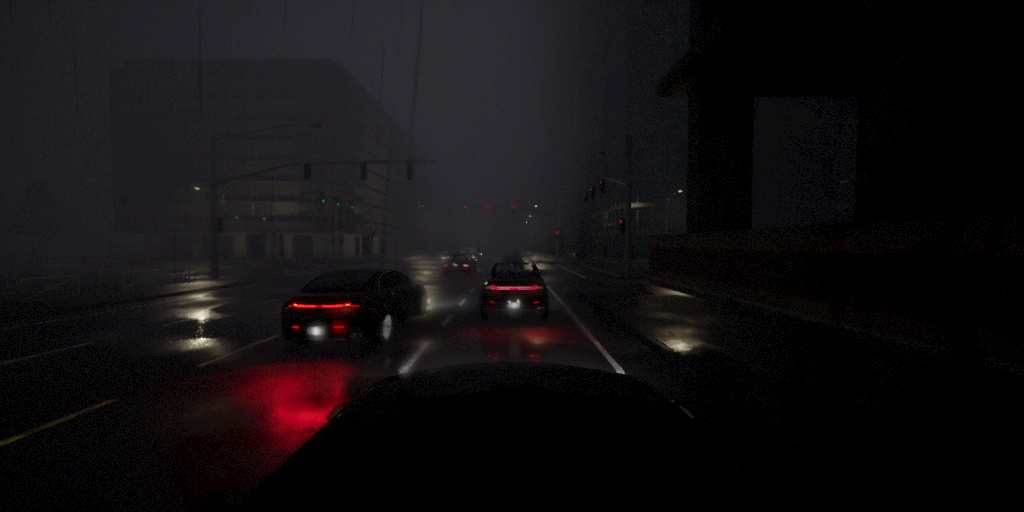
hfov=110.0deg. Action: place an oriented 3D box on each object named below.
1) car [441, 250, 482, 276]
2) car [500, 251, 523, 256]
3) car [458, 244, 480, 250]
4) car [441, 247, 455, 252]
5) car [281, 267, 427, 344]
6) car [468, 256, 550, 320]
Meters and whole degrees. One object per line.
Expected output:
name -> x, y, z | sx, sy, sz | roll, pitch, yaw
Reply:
car -> -3.501, 0.545, 24.730 | 2.033, 1.411, 5.357 | 0, 2, 0
car -> -0.048, 0.328, 30.529 | 1.812, 1.442, 4.674 | 0, 2, -1
car -> -7.273, -1.028, 60.846 | 2.150, 2.045, 5.566 | 0, 2, 1
car -> -10.774, -0.763, 61.019 | 2.128, 1.511, 4.902 | 0, 2, 1
car -> -3.441, 1.015, 8.751 | 1.837, 1.490, 4.892 | 0, 2, 0
car -> 0.073, 0.922, 11.063 | 2.128, 1.511, 4.902 | 0, 2, 0
